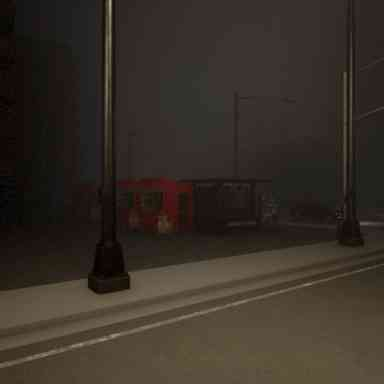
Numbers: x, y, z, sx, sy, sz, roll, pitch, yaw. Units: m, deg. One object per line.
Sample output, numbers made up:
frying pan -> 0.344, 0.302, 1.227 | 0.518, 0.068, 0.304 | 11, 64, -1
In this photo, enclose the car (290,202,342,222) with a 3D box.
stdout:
car -> 10.505, 1.607, 27.581 | 1.837, 1.490, 4.892 | 0, 1, -36
